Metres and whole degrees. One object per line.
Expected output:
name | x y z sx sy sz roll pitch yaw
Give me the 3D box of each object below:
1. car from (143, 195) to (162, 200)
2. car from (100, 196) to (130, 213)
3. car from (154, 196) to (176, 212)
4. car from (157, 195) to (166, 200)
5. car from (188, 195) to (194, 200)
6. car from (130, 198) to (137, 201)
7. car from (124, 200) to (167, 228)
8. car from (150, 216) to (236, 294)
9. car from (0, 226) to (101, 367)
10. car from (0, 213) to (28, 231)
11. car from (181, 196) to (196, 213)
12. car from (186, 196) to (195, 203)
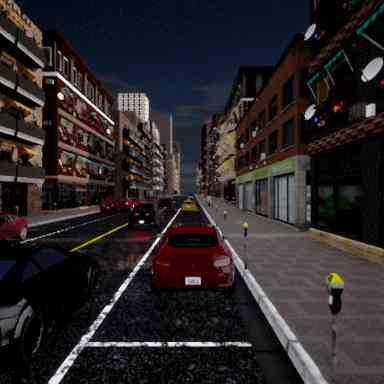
car | -6.040 1.375 48.596 2.097 1.767 4.553 0 0 0
car | -8.751 1.339 37.172 2.192 1.841 5.009 0 0 0
car | -3.058 1.523 39.232 1.837 1.490 4.892 0 0 0
car | -8.631 1.586 93.534 2.008 1.369 4.403 0 0 0
car | -0.249 1.551 93.682 1.752 1.417 4.829 0 0 0
car | -8.740 1.465 42.807 1.967 1.590 4.097 0 0 0
car | -2.994 1.518 22.210 1.837 1.490 4.892 0 0 0
car | 0.025 1.529 8.645 1.812 1.442 4.674 0 0 0
car | -3.030 1.570 5.795 1.994 1.385 4.181 0 0 0
car | -8.801 1.598 14.627 1.802 1.307 4.206 0 0 0
car | -0.371 1.540 37.320 1.752 1.417 4.829 0 0 0
car | -0.298 1.573 70.967 2.008 1.369 4.403 0 0 0
